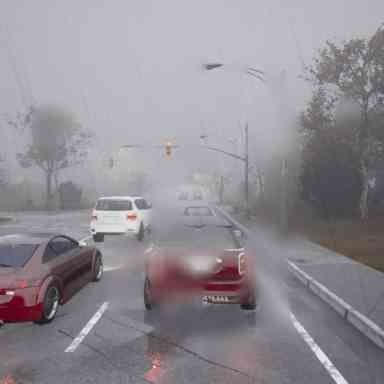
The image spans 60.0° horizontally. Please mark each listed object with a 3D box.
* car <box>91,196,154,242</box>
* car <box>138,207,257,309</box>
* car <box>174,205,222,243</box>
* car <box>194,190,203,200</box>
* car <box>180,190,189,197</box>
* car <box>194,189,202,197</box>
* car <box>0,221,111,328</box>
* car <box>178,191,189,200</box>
[{"bbox_3d":[-3.242,1.221,16.549,2.150,2.045,5.566,0,0,3],"label":"car"},{"bbox_3d":[0.175,1.352,8.011,2.097,1.767,4.553,0,0,1],"label":"car"},{"bbox_3d":[0.295,1.491,16.987,2.128,1.511,4.902,0,0,1],"label":"car"},{"bbox_3d":[1.395,1.017,75.488,1.812,1.442,4.674,0,3,1],"label":"car"},{"bbox_3d":[-1.895,0.356,85.561,2.033,1.411,5.357,0,3,1],"label":"car"},{"bbox_3d":[1.604,0.173,85.449,2.097,1.767,4.553,0,3,1],"label":"car"},{"bbox_3d":[-3.335,1.564,7.131,1.994,1.385,4.181,0,0,1],"label":"car"},{"bbox_3d":[-2.104,1.045,75.562,1.994,1.385,4.181,0,3,1],"label":"car"}]
